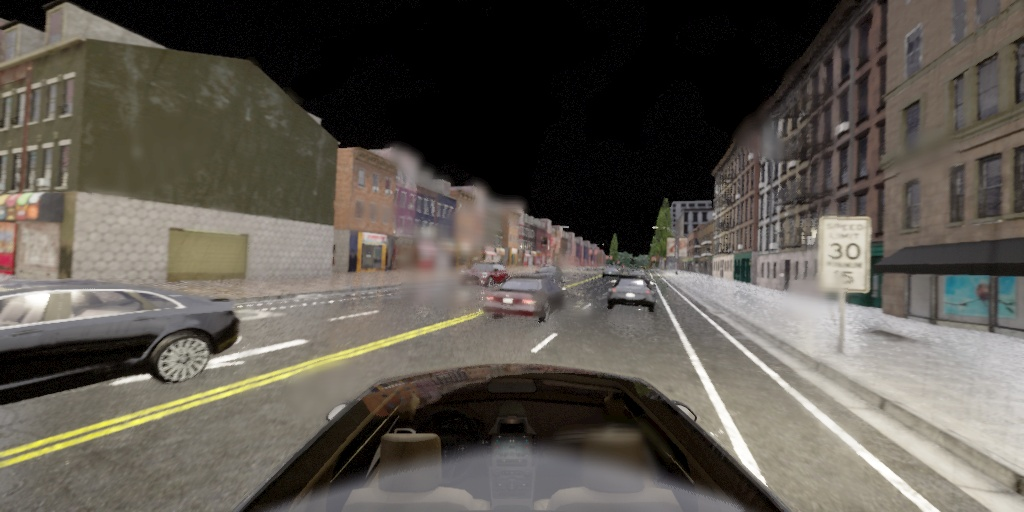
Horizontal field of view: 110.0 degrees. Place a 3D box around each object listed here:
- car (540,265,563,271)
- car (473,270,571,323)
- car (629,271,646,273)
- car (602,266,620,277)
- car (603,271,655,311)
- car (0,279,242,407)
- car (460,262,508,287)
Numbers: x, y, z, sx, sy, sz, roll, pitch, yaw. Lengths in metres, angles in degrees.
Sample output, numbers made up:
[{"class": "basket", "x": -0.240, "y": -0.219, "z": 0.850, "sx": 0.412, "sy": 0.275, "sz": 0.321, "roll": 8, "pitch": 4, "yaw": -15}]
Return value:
[{"class": "car", "x": 3.131, "y": 1.579, "z": 29.400, "sx": 1.837, "sy": 1.490, "sz": 4.892, "roll": 2, "pitch": 0, "yaw": 20}, {"class": "car", "x": 0.761, "y": 1.423, "z": 12.976, "sx": 2.033, "sy": 1.411, "sz": 5.357, "roll": 2, "pitch": 0, "yaw": 20}, {"class": "car", "x": 11.167, "y": 1.950, "z": 31.898, "sx": 1.895, "sy": 1.301, "sz": 4.718, "roll": 2, "pitch": 0, "yaw": 20}, {"class": "car", "x": 12.494, "y": 2.006, "z": 44.940, "sx": 1.994, "sy": 1.385, "sz": 4.181, "roll": 2, "pitch": 0, "yaw": 20}, {"class": "car", "x": 5.599, "y": 1.633, "z": 16.731, "sx": 1.994, "sy": 1.385, "sz": 4.181, "roll": 2, "pitch": 0, "yaw": 20}, {"class": "car", "x": -6.107, "y": 1.060, "z": 4.259, "sx": 2.128, "sy": 1.511, "sz": 4.902, "roll": 2, "pitch": -1, "yaw": 20}, {"class": "car", "x": -1.853, "y": 1.236, "z": 25.255, "sx": 2.097, "sy": 1.767, "sz": 4.553, "roll": 2, "pitch": 0, "yaw": 20}]
